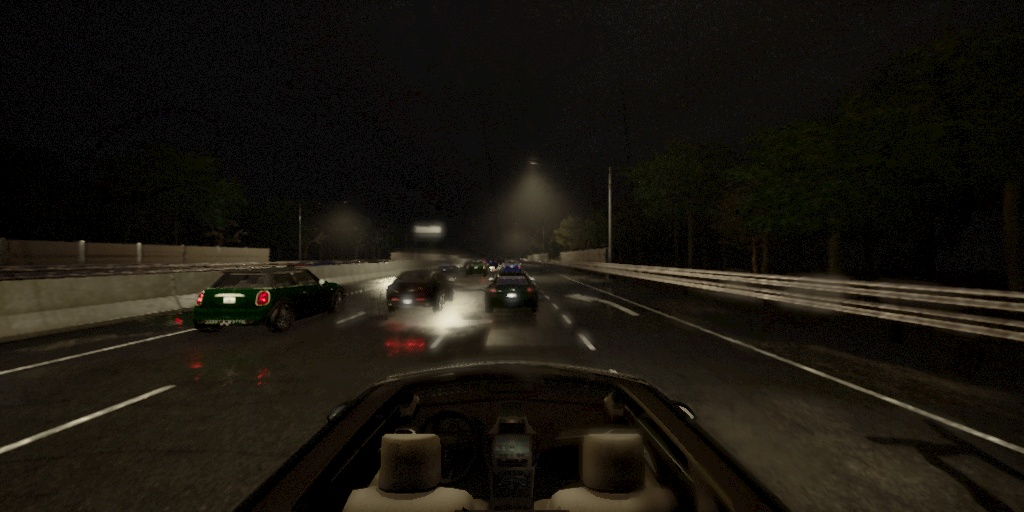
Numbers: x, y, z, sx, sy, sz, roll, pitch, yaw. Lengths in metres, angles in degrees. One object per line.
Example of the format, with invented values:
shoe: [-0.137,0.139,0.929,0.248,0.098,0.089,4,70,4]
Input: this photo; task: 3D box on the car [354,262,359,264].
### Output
car: [-21.079,1.428,47.141,1.994,1.385,4.181,0,0,0]

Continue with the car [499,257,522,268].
car: [-0.013,1.193,39.842,2.097,1.767,4.553,0,0,0]

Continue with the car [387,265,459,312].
car: [-3.502,1.283,14.436,1.837,1.490,4.892,0,0,0]

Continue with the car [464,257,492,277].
car: [-3.514,1.187,37.317,2.097,1.767,4.553,0,0,0]

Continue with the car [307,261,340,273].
car: [-24.578,1.390,46.969,1.812,1.442,4.674,0,0,0]

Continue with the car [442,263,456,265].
car: [-7.015,1.404,39.087,1.994,1.385,4.181,0,0,0]

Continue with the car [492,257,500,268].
car: [-3.525,1.125,61.219,2.150,2.045,5.566,0,0,0]

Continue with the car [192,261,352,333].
car: [-7.001,1.121,11.006,2.097,1.767,4.553,0,0,0]

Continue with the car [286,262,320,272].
car: [-28.067,1.470,48.319,1.895,1.301,4.718,0,0,1]

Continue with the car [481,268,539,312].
car: [-0.002,1.340,14.405,1.994,1.385,4.181,0,0,0]
